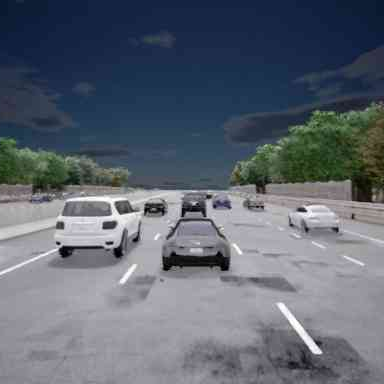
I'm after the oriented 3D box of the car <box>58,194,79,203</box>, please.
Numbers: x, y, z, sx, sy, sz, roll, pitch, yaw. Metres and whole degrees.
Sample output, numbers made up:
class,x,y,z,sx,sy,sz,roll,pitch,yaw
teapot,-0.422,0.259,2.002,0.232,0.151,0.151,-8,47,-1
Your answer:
class,x,y,z,sx,sy,sz,roll,pitch,yaw
car,-20.944,1.097,56.694,1.994,1.385,4.181,0,1,1

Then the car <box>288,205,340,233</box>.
class,x,y,z,sx,sy,sz,roll,pitch,yaw
car,6.973,1.470,19.328,1.812,1.442,4.674,0,1,1

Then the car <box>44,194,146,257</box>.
class,x,y,z,sx,sy,sz,roll,pitch,yaw
car,-3.381,1.195,12.974,2.150,2.045,5.566,0,0,0

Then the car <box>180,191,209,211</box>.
class,x,y,z,sx,sy,sz,roll,pitch,yaw
car,0.147,1.073,30.060,2.150,2.045,5.566,0,1,0

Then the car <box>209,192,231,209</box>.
class,x,y,z,sx,sy,sz,roll,pitch,yaw
car,3.567,1.084,41.287,2.097,1.767,4.553,0,1,0

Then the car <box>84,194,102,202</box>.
class,x,y,z,sx,sy,sz,roll,pitch,yaw
car,-17.443,1.067,58.926,1.994,1.385,4.181,0,1,1

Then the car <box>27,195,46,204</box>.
class,x,y,z,sx,sy,sz,roll,pitch,yaw
car,-24.452,1.118,53.772,2.033,1.411,5.357,0,1,1

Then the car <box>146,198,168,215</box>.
class,x,y,z,sx,sy,sz,roll,pitch,yaw
car,-3.350,1.314,31.379,1.882,1.535,5.008,0,1,0

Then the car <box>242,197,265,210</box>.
class,x,y,z,sx,sy,sz,roll,pitch,yaw
car,7.151,1.307,38.912,2.033,1.411,5.357,0,1,0

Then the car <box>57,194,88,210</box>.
class,x,y,z,sx,sy,sz,roll,pitch,yaw
car,-14.027,1.101,39.319,2.097,1.767,4.553,0,1,0

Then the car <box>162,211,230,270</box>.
class,x,y,z,sx,sy,sz,roll,pitch,yaw
car,0.117,1.546,11.016,1.994,1.385,4.181,0,0,0

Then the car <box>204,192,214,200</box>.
class,x,y,z,sx,sy,sz,roll,pitch,yaw
car,3.614,0.814,70.548,1.882,1.535,5.008,0,1,0
